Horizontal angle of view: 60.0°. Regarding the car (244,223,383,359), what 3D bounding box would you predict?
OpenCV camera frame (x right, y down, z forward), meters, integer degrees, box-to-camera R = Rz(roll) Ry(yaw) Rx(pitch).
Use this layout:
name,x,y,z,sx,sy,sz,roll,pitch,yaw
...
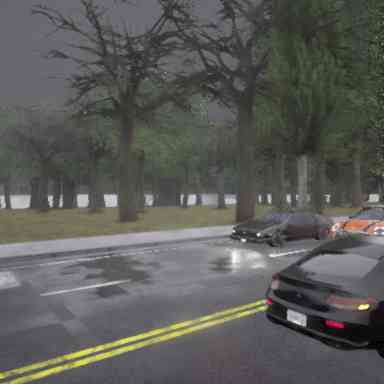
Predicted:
name,x,y,z,sx,sy,sz,roll,pitch,yaw
car,3.270,1.506,5.776,4.674,1.442,1.812,0,0,-36

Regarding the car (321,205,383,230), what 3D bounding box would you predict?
name,x,y,z,sx,sy,sz,roll,pitch,yaw
car,7.400,1.309,12.957,4.553,1.767,2.097,0,0,-35

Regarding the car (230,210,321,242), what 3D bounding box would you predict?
name,x,y,z,sx,sy,sz,roll,pitch,yaw
car,4.194,1.509,14.666,5.357,1.411,2.033,0,0,-36
